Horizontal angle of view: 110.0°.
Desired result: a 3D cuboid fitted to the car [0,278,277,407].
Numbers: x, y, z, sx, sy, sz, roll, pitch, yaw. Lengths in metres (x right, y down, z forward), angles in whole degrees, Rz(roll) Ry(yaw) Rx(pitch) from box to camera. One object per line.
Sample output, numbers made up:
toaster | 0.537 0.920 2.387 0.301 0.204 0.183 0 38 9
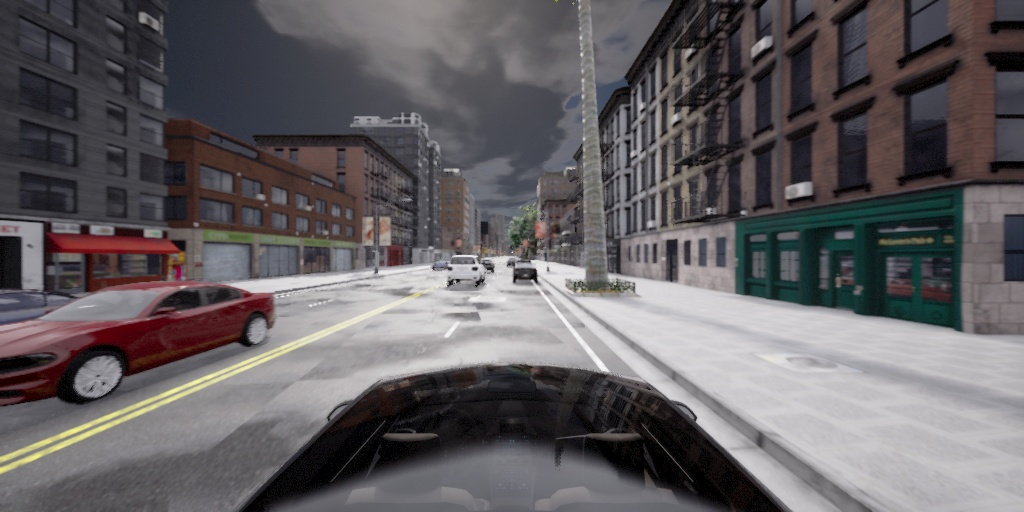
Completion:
car | -6.602 1.229 6.541 1.882 1.535 5.008 0 0 0

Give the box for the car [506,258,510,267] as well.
car | -0.006 1.242 63.294 1.837 1.490 4.892 0 0 0

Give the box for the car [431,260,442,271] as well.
car | -9.816 1.282 49.861 1.812 1.442 4.674 0 0 0

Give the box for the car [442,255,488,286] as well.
car | -3.153 0.976 25.351 2.150 2.045 5.566 0 0 0

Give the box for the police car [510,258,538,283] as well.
police car | 0.972 1.180 28.075 1.930 1.638 5.238 0 0 0

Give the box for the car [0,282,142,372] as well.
car | -9.850 1.315 6.477 1.994 1.385 4.181 0 0 0

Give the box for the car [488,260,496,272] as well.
car | -3.154 1.263 45.265 1.837 1.490 4.892 0 0 0
